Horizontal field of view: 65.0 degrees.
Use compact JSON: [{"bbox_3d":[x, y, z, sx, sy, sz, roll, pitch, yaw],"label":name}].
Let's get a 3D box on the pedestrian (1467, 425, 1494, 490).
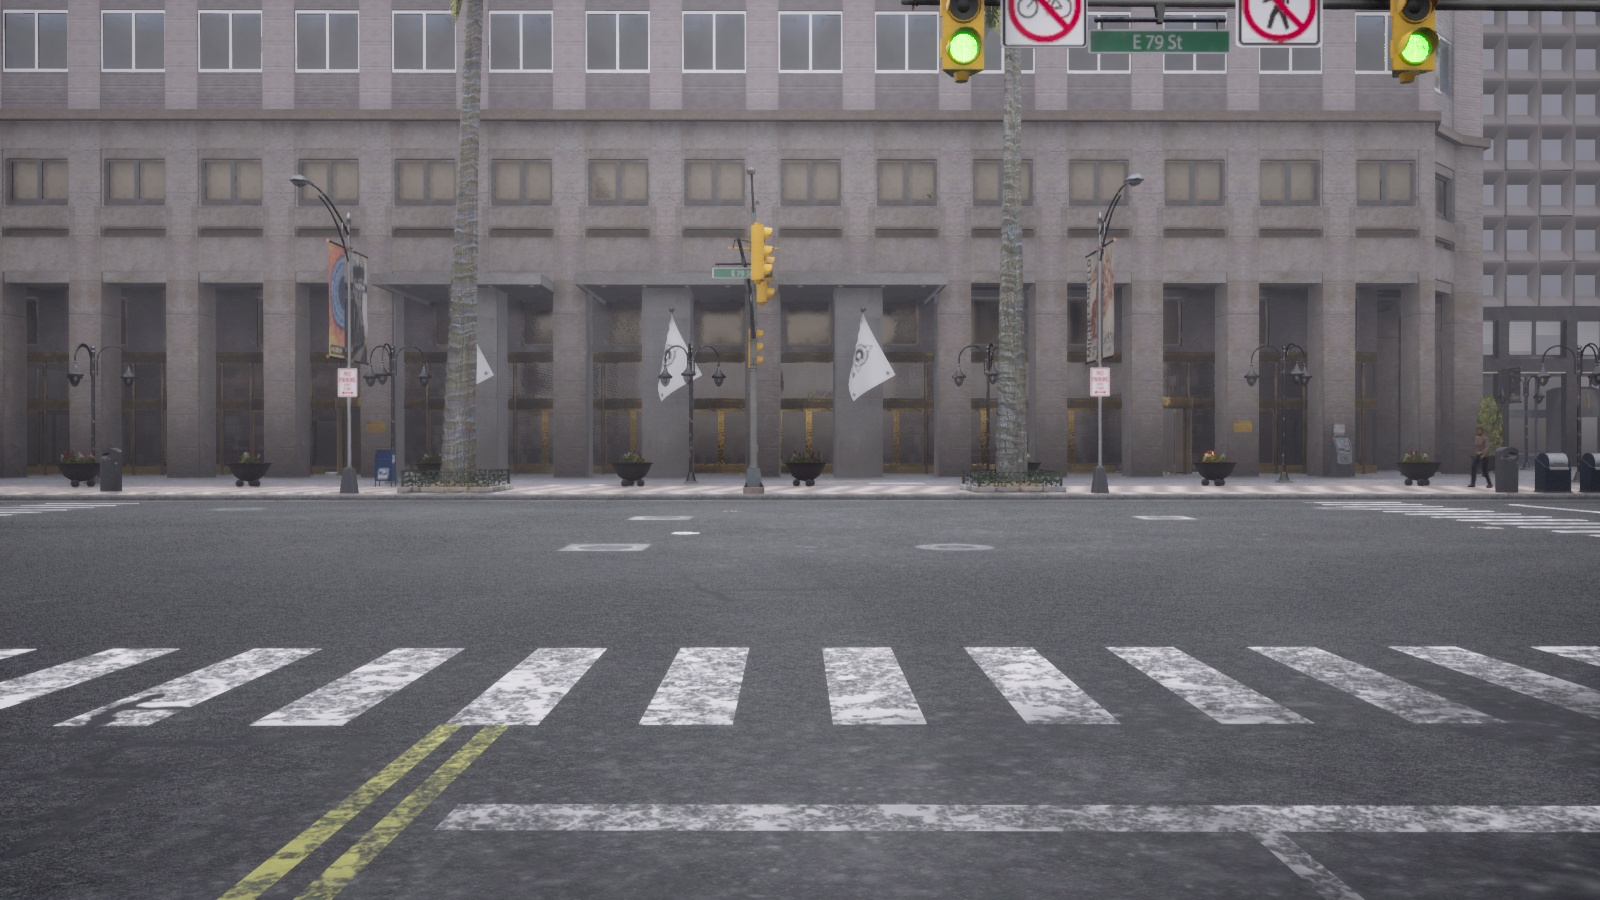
[{"bbox_3d":[19.520,0.216,36.012,0.634,1.846,0.331,0,0,-20],"label":"pedestrian"}]
